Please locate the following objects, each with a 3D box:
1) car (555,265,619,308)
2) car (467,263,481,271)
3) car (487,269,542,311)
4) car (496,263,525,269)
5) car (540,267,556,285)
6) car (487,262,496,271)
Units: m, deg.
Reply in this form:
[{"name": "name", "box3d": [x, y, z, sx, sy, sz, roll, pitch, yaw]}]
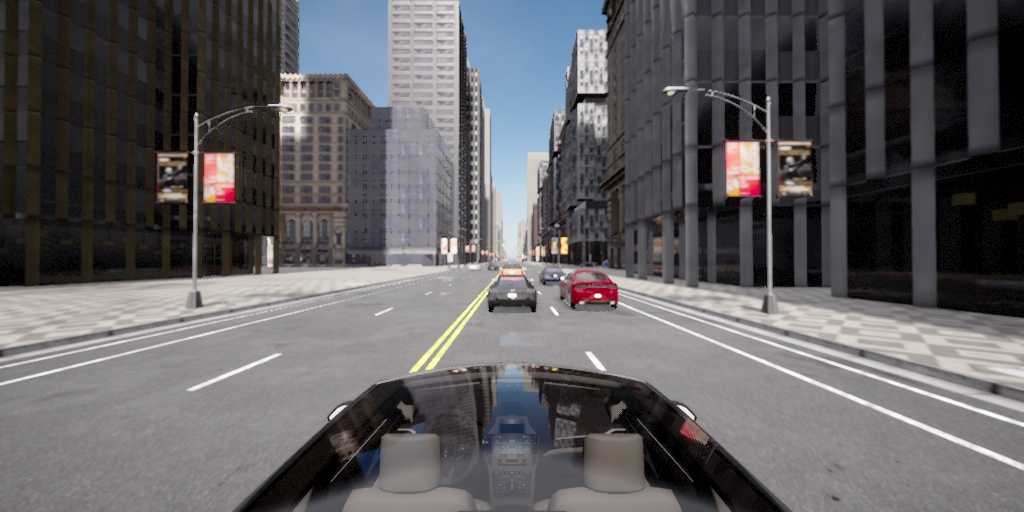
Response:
[{"name": "car", "box3d": [3.281, 1.370, 16.047, 1.882, 1.535, 5.008, 0, 0, 1]}, {"name": "car", "box3d": [-6.540, 1.878, 62.300, 1.812, 1.442, 4.674, 0, 0, 0]}, {"name": "car", "box3d": [0.026, 1.451, 15.332, 1.994, 1.385, 4.181, 0, 0, 0]}, {"name": "car", "box3d": [0.027, 1.386, 30.236, 2.097, 1.767, 4.553, 0, -1, 0]}, {"name": "car", "box3d": [3.264, 1.573, 29.322, 2.033, 1.411, 5.357, 0, -1, 0]}, {"name": "car", "box3d": [-3.290, 1.855, 62.308, 1.837, 1.490, 4.892, 0, 0, 1]}]
